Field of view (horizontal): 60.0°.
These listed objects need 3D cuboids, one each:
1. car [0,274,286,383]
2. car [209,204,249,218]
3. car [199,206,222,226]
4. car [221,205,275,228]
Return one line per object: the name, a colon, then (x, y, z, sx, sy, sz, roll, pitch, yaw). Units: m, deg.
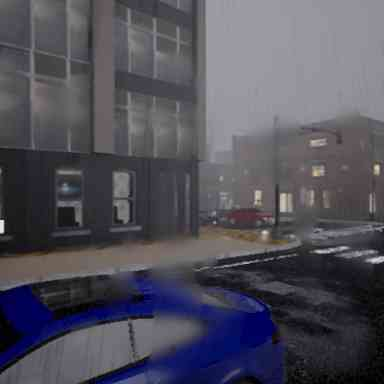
car: (-1.176, 1.533, 2.724, 4.674, 1.442, 1.812, 1, 0, -36)
car: (4.067, 2.109, 37.324, 2.008, 1.369, 4.403, -1, 0, -37)
car: (0.461, 2.059, 27.724, 1.947, 1.339, 4.313, -1, 0, -37)
car: (4.757, 1.958, 26.554, 1.812, 1.442, 4.674, 0, -1, -35)
